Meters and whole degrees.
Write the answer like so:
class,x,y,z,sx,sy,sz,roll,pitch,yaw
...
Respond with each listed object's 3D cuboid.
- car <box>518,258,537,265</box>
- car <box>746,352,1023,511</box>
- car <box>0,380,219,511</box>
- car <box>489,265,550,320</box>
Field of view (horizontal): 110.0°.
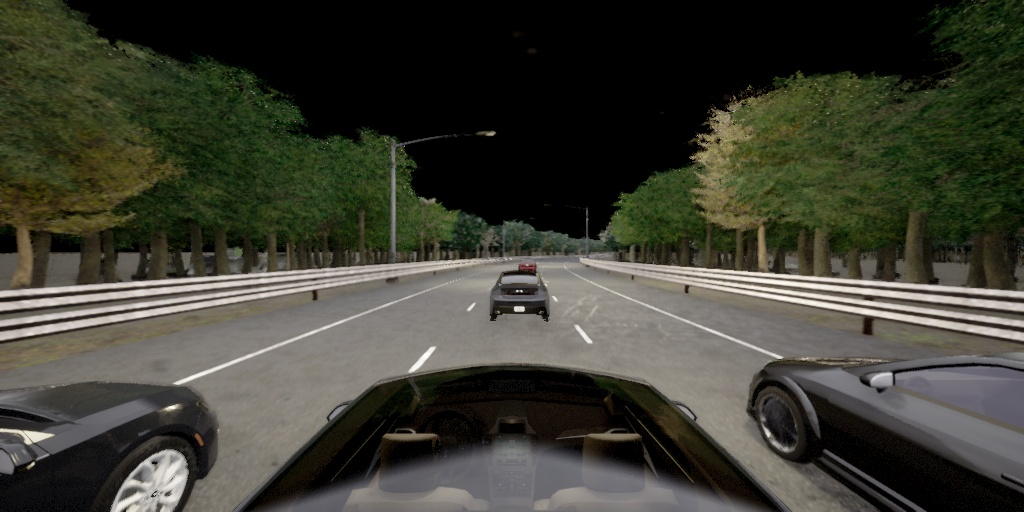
class,x,y,z,sx,sy,sz,roll,pitch,yaw
car,1.880,1.029,42.466,2.097,1.767,4.553,0,0,5
car,3.629,1.317,2.319,1.994,1.385,4.181,0,0,0
car,-3.372,1.252,0.996,1.837,1.490,4.892,0,0,0
car,0.270,1.249,12.554,1.837,1.490,4.892,0,0,1
